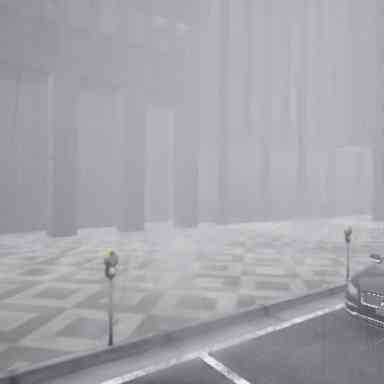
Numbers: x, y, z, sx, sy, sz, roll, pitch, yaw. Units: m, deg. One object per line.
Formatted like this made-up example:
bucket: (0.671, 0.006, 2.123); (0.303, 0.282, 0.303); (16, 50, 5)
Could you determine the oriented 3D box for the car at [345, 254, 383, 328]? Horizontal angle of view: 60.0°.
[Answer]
car: (4.580, 1.528, 6.094); (4.403, 1.369, 2.008); (0, 1, -34)
